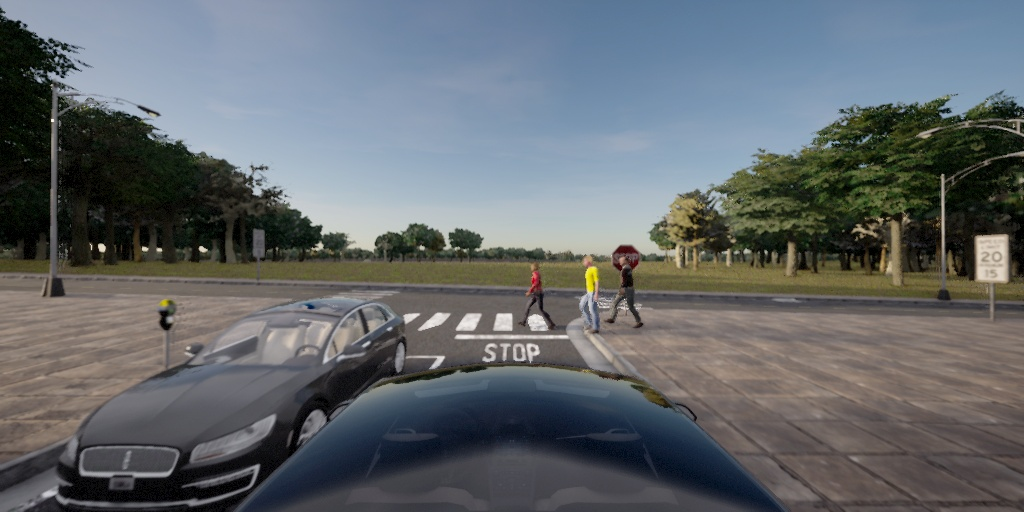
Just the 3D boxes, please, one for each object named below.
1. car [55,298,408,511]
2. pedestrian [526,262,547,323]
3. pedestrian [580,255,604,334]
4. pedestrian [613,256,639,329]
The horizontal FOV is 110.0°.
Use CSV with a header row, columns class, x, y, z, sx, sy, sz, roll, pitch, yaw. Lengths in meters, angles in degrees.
class,x,y,z,sx,sy,sz,roll,pitch,yaw
car,-2.637,1.290,4.605,2.007,1.370,4.403,0,0,0
pedestrian,0.644,1.016,9.542,0.375,1.860,0.375,1,0,0
pedestrian,1.849,0.861,8.343,0.375,1.860,0.375,1,0,0
pedestrian,2.839,0.866,8.943,0.375,1.860,0.375,1,0,0
